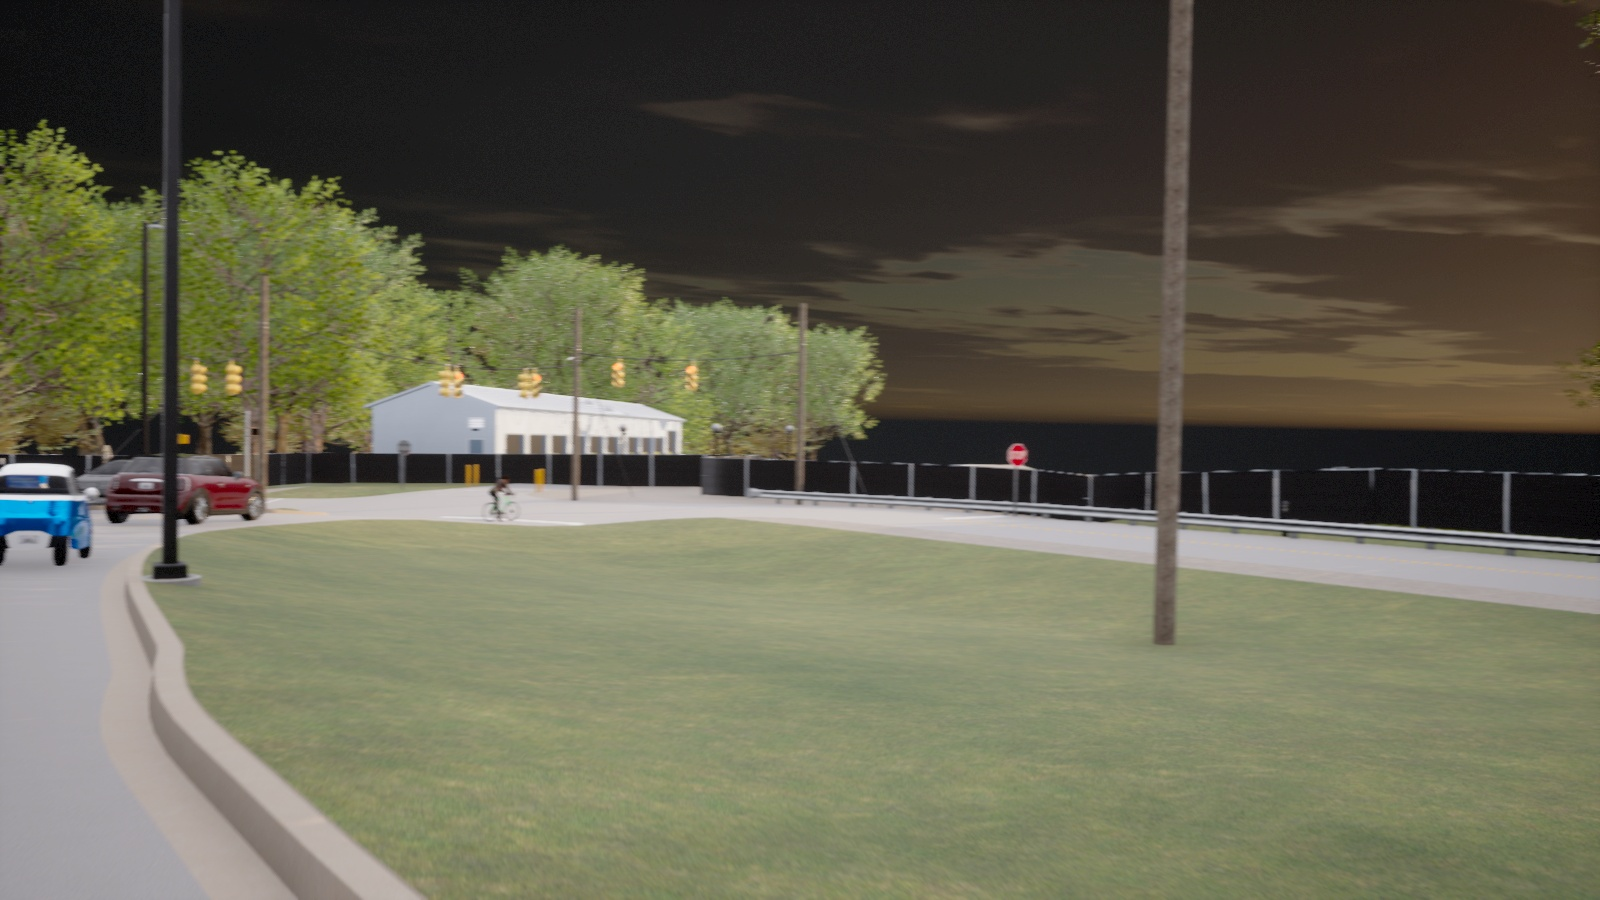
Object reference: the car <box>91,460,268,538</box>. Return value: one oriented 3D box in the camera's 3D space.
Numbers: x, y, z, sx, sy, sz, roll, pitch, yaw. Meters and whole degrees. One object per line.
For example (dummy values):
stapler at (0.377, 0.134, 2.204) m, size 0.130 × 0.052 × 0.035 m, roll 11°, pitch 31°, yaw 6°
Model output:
car at (-15.103, 1.177, 30.874) m, size 2.097 × 1.767 × 4.553 m, roll 0°, pitch -1°, yaw 0°

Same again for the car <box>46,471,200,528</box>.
car at (-19.257, 1.379, 35.898) m, size 1.789 × 1.549 × 3.705 m, roll 0°, pitch -1°, yaw 15°

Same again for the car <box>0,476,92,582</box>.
car at (-10.752, 1.059, 17.497) m, size 1.481 × 1.376 × 2.207 m, roll 1°, pitch -1°, yaw -28°

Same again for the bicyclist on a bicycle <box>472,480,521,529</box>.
bicyclist on a bicycle at (-10.560, 1.894, 43.718) m, size 0.582 × 1.620 × 1.656 m, roll 2°, pitch 1°, yaw 35°
